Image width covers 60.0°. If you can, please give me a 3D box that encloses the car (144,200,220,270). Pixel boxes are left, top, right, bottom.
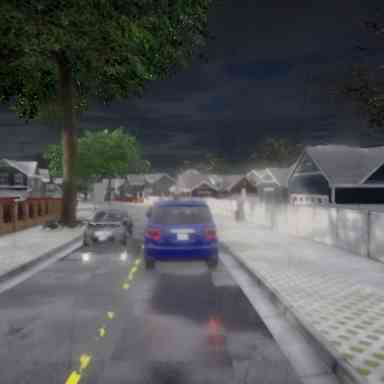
[{"bbox_3d":[-0.423,1.279,11.420,2.150,2.045,5.566,0,0,-4],"label":"car"}]

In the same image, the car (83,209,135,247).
[{"bbox_3d":[-3.737,1.575,15.523,2.128,1.511,4.902,0,0,-6],"label":"car"}]

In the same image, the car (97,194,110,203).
[{"bbox_3d":[-21.886,1.606,82.080,2.150,2.045,5.566,-1,0,-29],"label":"car"}]

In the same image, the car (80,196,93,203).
[{"bbox_3d":[-28.237,2.175,87.843,1.994,1.385,4.181,-1,0,-29],"label":"car"}]

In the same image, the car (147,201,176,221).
[{"bbox_3d":[-2.834,1.653,29.960,2.128,1.511,4.902,0,0,-10],"label":"car"}]
